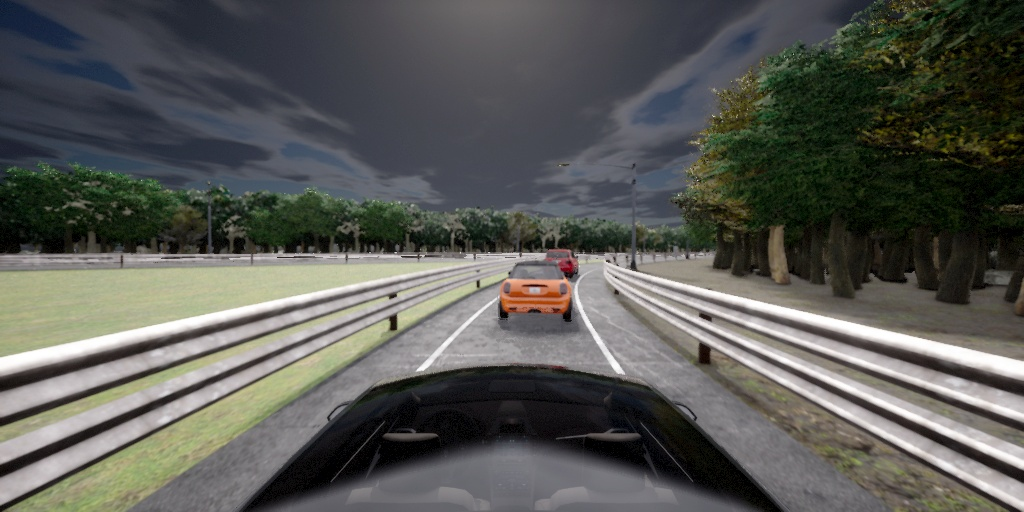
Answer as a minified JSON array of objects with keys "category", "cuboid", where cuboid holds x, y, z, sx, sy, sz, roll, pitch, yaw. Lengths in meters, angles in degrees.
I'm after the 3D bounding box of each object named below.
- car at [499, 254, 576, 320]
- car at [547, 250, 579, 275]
[{"category":"car","cuboid":[0.880,0.933,12.005,2.097,1.767,4.553,0,1,7]},{"category":"car","cuboid":[3.862,0.554,27.712,2.150,2.045,5.566,0,1,15]}]
